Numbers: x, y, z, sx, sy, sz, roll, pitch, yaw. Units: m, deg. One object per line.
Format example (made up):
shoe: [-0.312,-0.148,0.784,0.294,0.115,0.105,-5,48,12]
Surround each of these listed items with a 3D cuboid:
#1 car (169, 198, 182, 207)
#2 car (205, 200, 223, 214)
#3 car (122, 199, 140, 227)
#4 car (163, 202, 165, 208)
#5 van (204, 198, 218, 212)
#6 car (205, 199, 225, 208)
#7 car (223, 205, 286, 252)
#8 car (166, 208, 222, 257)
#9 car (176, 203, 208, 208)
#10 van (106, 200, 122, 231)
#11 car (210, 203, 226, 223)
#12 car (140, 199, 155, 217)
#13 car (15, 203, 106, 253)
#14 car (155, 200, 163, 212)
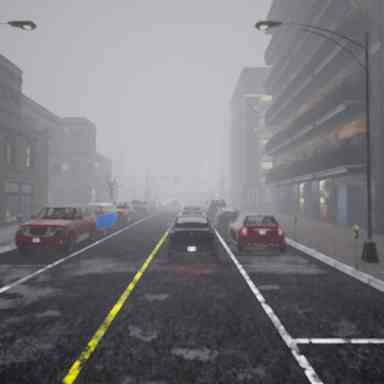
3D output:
car: [-3.037,2.159,63.579,1.837,1.490,4.892,0,-1,0]
car: [2.693,1.869,41.690,1.967,1.590,4.097,1,-1,0]
car: [-5.679,1.579,25.476,2.192,1.841,5.009,1,-1,0]
car: [-5.694,2.145,57.915,2.008,1.369,4.403,1,-1,0]
van: [2.694,1.825,47.098,1.690,1.788,3.998,1,-1,0]
car: [2.697,1.689,36.285,2.192,1.841,5.009,1,-1,0]
car: [2.701,1.593,14.656,1.967,1.590,4.097,1,-1,0]
car: [0.012,1.648,13.514,1.837,1.490,4.892,0,0,0]
car: [-0.001,1.833,27.564,2.033,1.411,5.357,0,-1,0]
van: [-5.678,1.550,20.069,1.690,1.788,3.998,1,-1,0]
car: [2.697,1.815,25.468,2.008,1.369,4.403,1,-1,0]
car: [-5.682,1.689,36.290,2.192,1.841,5.009,1,-1,0]
car: [-5.676,1.468,14.662,2.192,1.841,5.009,1,-1,0]
car: [-5.688,1.924,47.103,1.967,1.590,4.097,1,-1,0]
